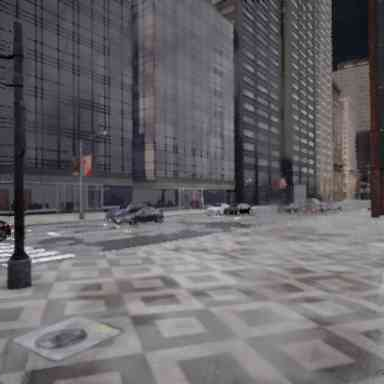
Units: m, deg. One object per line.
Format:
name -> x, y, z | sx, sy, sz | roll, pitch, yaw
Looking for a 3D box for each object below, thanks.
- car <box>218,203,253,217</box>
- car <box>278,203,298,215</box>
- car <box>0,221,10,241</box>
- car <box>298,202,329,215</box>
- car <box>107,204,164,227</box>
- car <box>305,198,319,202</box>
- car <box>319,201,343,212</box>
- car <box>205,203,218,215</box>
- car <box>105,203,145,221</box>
car -> 5.552, 2.087, 39.935 | 1.882, 1.535, 5.008 | -1, -1, 36
car -> 13.020, 2.191, 44.493 | 1.837, 1.490, 4.892 | -1, -1, 36
car -> -11.044, 1.766, 15.934 | 1.994, 1.385, 4.181 | 0, -1, 26
car -> 15.675, 2.257, 42.617 | 1.895, 1.301, 4.718 | -1, -1, 36
car -> -4.116, 1.913, 26.566 | 1.812, 1.442, 4.674 | -1, -1, 36
car -> 18.928, 2.044, 52.758 | 2.150, 2.045, 5.566 | -1, -1, 36
car -> 21.546, 2.339, 50.827 | 2.033, 1.411, 5.357 | -1, -1, 36
car -> 3.514, 2.178, 42.665 | 1.812, 1.442, 4.674 | -1, -1, 36
car -> -5.638, 1.795, 30.013 | 2.097, 1.767, 4.553 | -1, -1, 36
